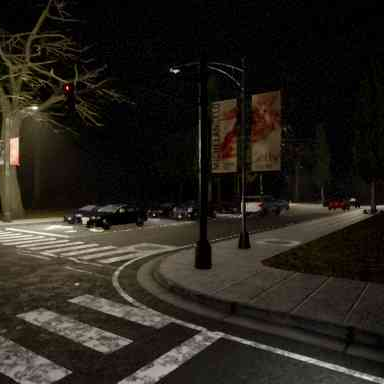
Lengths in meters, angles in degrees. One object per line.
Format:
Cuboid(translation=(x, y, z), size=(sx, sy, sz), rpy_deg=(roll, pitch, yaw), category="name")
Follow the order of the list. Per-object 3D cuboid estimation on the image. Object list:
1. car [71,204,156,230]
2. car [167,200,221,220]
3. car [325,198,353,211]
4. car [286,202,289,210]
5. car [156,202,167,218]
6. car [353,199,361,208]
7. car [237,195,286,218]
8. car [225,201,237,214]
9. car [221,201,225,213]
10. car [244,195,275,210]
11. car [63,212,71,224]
Cuboid(translation=(-4.977, 1.566, 21.782), size=(2.128, 1.511, 4.902), rpy_deg=(0, 0, 35), category="car")
Cuboid(translation=(0.275, 1.472, 29.237), size=(2.097, 1.767, 4.553), rpy_deg=(0, 0, 35), category="car")
Cuboid(translation=(20.677, 1.658, 46.581), size=(2.097, 1.767, 4.553), rpy_deg=(0, 0, 35), category="car")
Cuboid(translation=(11.883, 1.772, 45.652), size=(1.812, 1.442, 4.674), rpy_deg=(0, 0, 36), category="car")
Cuboid(translation=(-1.855, 1.666, 31.847), size=(2.033, 1.411, 5.357), rpy_deg=(0, 0, 35), category="car")
Cuboid(translation=(26.438, 1.891, 54.763), size=(2.128, 1.511, 4.902), rpy_deg=(0, -1, 35), category="car")
Cuboid(translation=(6.915, 1.384, 32.680), size=(2.150, 2.045, 5.566), rpy_deg=(0, 0, 35), category="car")
Cuboid(translation=(5.931, 1.680, 37.263), size=(1.837, 1.490, 4.892), rpy_deg=(0, 0, 35), category="car")
Cuboid(translation=(3.875, 1.776, 39.995), size=(1.895, 1.301, 4.718), rpy_deg=(0, 0, 35), category="car")
Cuboid(translation=(9.961, 1.471, 48.559), size=(2.150, 2.045, 5.566), rpy_deg=(0, 0, 38), category="car")
Cuboid(translation=(-7.187, 1.637, 24.303), size=(1.994, 1.385, 4.181), rpy_deg=(0, 0, 36), category="car")
